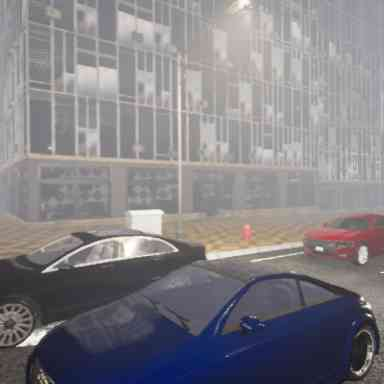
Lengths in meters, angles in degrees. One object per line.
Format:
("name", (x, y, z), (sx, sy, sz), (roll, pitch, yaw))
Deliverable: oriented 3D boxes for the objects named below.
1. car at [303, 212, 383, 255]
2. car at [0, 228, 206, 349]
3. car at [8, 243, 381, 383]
("car", (6.018, 1.524, 11.905), (5.008, 1.535, 1.882), (0, 0, -36))
("car", (-1.886, 1.497, 6.323), (4.902, 1.511, 2.128), (0, 0, -35))
("car", (0.358, 1.572, 3.925), (4.181, 1.385, 1.994), (0, 0, -35))
